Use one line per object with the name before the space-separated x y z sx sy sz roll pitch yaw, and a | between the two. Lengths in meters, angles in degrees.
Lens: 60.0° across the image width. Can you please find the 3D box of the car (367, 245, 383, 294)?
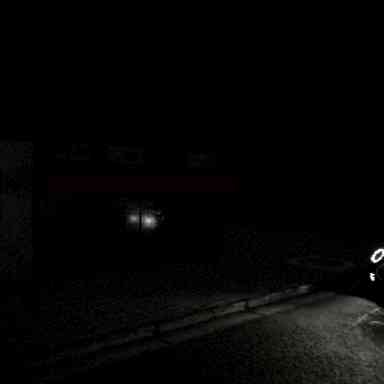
car | 6.040 1.390 7.689 4.553 1.767 2.097 0 0 -35
